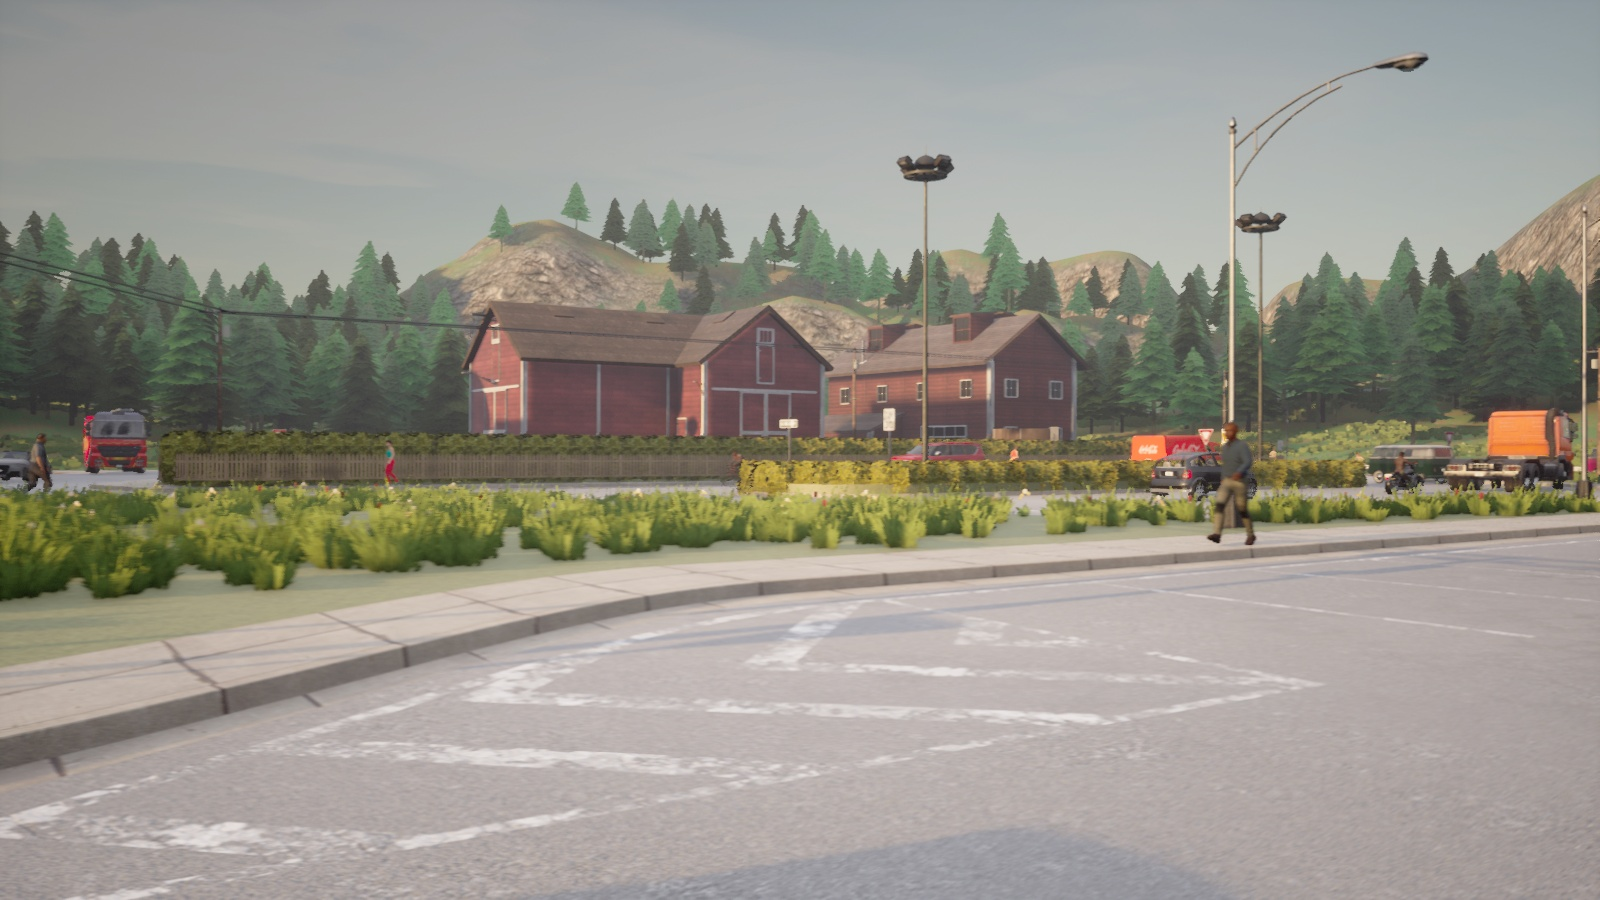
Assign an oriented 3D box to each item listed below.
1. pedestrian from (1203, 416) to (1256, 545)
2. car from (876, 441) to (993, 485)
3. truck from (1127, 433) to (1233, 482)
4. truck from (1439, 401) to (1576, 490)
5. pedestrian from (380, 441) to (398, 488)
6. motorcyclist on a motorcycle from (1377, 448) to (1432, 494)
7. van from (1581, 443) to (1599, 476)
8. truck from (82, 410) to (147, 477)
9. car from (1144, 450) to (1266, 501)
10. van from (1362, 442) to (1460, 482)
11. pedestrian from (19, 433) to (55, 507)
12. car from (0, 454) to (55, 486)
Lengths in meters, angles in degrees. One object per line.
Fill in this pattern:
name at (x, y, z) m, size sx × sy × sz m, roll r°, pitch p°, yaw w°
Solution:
pedestrian at (6.218, 0.431, 18.169) m, size 0.726 × 1.835 × 0.370 m, roll 0°, pitch 0°, yaw -36°
car at (6.560, 0.599, 60.948) m, size 5.566 × 2.045 × 2.150 m, roll 0°, pitch 0°, yaw -34°
truck at (19.957, 0.382, 65.814) m, size 5.204 × 2.467 × 2.627 m, roll 0°, pitch 0°, yaw -35°
truck at (29.528, -0.172, 52.248) m, size 7.936 × 3.462 × 2.891 m, roll 0°, pitch 0°, yaw -45°
pedestrian at (-16.193, 0.555, 49.486) m, size 0.594 × 1.836 × 0.345 m, roll 0°, pitch 0°, yaw -37°
motorcyclist on a motorcycle at (22.432, 0.762, 46.614) m, size 2.350 × 1.649 × 0.766 m, roll 0°, pitch 0°, yaw -34°
van at (49.992, 0.578, 75.844) m, size 1.775 × 1.987 × 4.442 m, roll 0°, pitch 0°, yaw -34°
truck at (-41.103, -0.373, 75.206) m, size 2.891 × 3.827 × 8.468 m, roll 0°, pitch 0°, yaw -32°
car at (12.948, 0.794, 40.099) m, size 3.705 × 1.549 × 1.789 m, roll 0°, pitch 0°, yaw -34°
van at (30.786, 0.588, 63.424) m, size 1.775 × 1.987 × 4.442 m, roll 0°, pitch 0°, yaw -21°
pedestrian at (-19.382, 0.500, 31.899) m, size 0.694 × 1.848 × 0.540 m, roll 0°, pitch 0°, yaw -41°
car at (-35.288, 0.872, 56.416) m, size 1.994 × 1.385 × 4.181 m, roll 0°, pitch 0°, yaw -14°
